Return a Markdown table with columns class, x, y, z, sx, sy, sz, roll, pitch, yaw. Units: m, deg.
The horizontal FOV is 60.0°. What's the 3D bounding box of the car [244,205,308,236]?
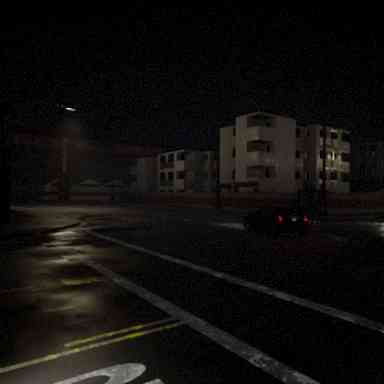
| class | x | y | z | sx | sy | sz | roll | pitch | yaw |
| --- | --- | --- | --- | --- | --- | --- | --- | --- | --- |
| car | 4.880 | 1.539 | 19.960 | 2.097 | 1.767 | 4.553 | 1 | 0 | -17 |
